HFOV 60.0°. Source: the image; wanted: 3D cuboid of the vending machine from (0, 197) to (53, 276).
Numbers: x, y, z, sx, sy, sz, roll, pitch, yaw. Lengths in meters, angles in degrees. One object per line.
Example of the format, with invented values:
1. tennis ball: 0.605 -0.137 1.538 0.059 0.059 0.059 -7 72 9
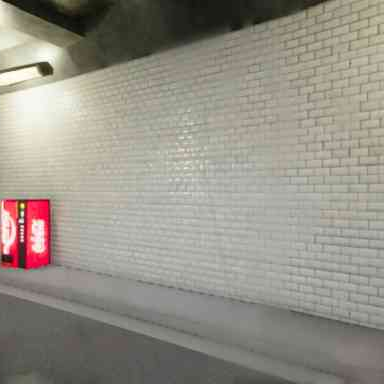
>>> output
1. vending machine: -4.801 1.195 9.626 0.880 2.100 1.100 0 0 30
